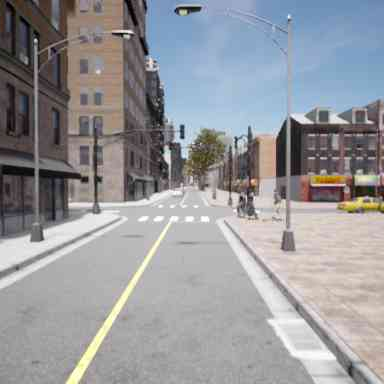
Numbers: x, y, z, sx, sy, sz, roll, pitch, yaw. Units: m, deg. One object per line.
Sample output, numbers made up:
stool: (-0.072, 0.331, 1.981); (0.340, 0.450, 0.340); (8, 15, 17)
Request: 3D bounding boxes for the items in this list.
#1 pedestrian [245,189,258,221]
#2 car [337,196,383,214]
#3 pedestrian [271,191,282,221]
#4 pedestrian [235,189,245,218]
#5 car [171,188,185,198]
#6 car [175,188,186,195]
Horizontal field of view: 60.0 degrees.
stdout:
pedestrian: (3.472, 0.708, 19.342); (0.375, 1.860, 0.375); (0, 1, 0)
car: (13.987, 1.008, 26.086); (4.829, 1.417, 1.752); (0, 1, 0)
pedestrian: (5.105, 0.833, 19.938); (0.375, 1.860, 0.375); (0, 1, 0)
pedestrian: (3.057, 0.678, 20.543); (0.375, 1.860, 0.375); (0, 1, 0)
car: (-2.593, 0.205, 57.595); (1.812, 1.442, 4.674); (0, 1, 1)
car: (-2.482, -0.136, 72.916); (2.033, 1.411, 5.357); (0, 1, 0)
